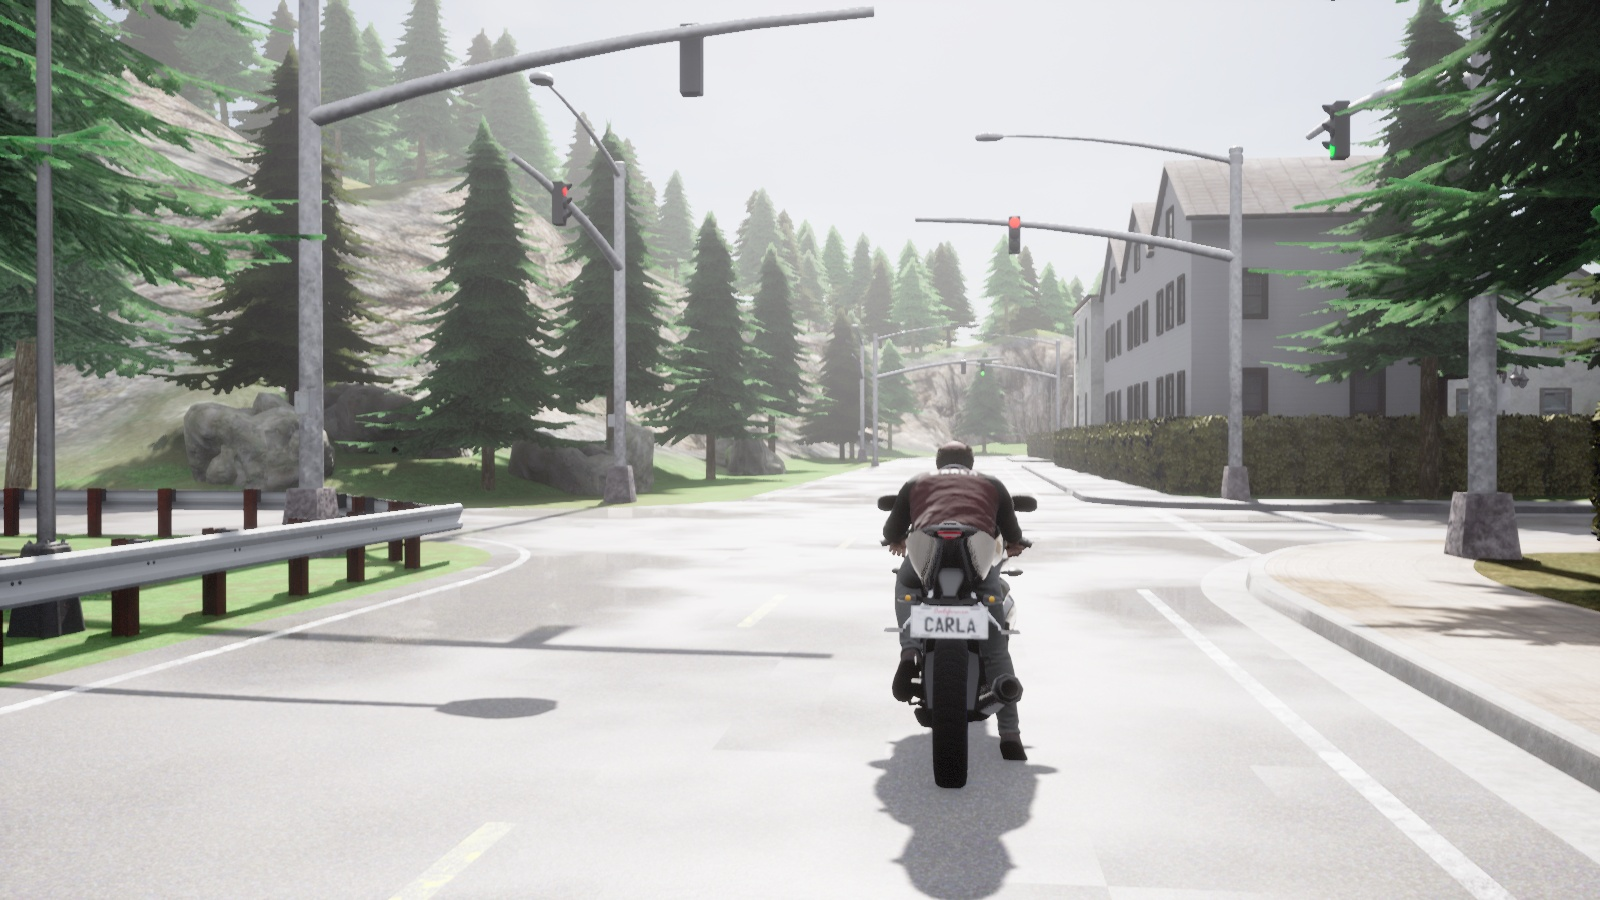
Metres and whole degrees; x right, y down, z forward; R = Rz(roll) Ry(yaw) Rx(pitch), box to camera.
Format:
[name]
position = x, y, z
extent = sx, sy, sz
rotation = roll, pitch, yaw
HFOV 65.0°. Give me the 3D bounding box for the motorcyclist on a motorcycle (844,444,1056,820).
[motorcyclist on a motorcycle]
position = 0.770, 0.736, 6.267
extent = 0.866, 1.530, 2.191
rotation = 0, 0, 8
